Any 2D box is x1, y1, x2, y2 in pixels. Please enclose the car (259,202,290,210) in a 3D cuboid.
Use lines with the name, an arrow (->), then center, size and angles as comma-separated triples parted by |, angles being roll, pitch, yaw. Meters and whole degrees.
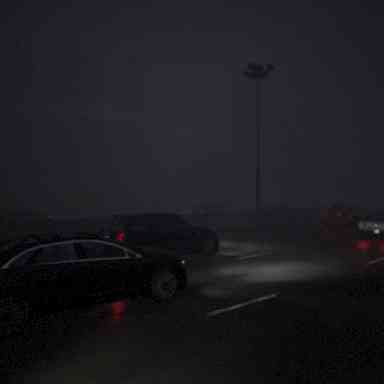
car -> 10.620, 2.043, 41.409 | 2.128, 1.511, 4.902 | 0, -1, 38

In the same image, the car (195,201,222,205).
car -> 1.330, 2.017, 40.883 | 1.837, 1.490, 4.892 | 0, 0, 38

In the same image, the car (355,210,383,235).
car -> 11.496, 1.884, 19.780 | 1.895, 1.301, 4.718 | 0, -1, 41

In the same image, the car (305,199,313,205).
car -> 29.930, 2.580, 83.218 | 2.128, 1.511, 4.902 | 0, -1, 38

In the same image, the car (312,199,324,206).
car -> 31.069, 2.598, 78.979 | 2.128, 1.511, 4.902 | 0, -1, 38

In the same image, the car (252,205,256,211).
car -> 10.087, 2.103, 46.438 | 2.128, 1.511, 4.902 | 0, -1, 38

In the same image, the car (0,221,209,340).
car -> -2.285, 1.570, 6.737 | 4.902, 1.511, 2.128 | 1, -1, -37

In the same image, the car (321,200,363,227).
car -> 12.173, 1.717, 26.166 | 2.097, 1.767, 4.553 | 0, -1, 39

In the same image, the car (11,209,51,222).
car -> -11.508, 1.804, 21.871 | 4.181, 1.385, 1.994 | 1, -1, -40

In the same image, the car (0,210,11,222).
car -> -12.308, 1.653, 16.873 | 5.008, 1.535, 1.882 | 1, -1, -36

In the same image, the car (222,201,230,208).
car -> 3.766, 2.123, 49.693 | 2.128, 1.511, 4.902 | 0, -1, 38

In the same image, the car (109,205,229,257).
car -> -1.104, 1.502, 12.136 | 4.553, 1.767, 2.097 | 1, -1, -39
